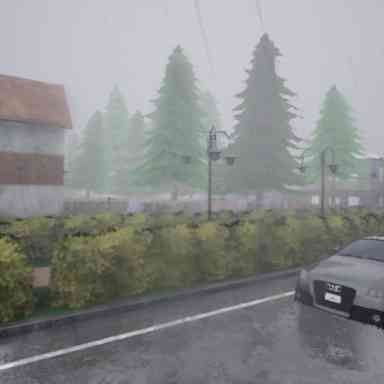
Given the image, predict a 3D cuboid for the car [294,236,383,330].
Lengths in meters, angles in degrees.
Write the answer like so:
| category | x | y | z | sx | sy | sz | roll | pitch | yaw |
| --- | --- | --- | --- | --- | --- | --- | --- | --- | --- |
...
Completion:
| category | x | y | z | sx | sy | sz | roll | pitch | yaw |
| --- | --- | --- | --- | --- | --- | --- | --- | --- | --- |
| car | 4.044 | 1.656 | 6.885 | 4.181 | 1.385 | 1.994 | 1 | 0 | -36 |
